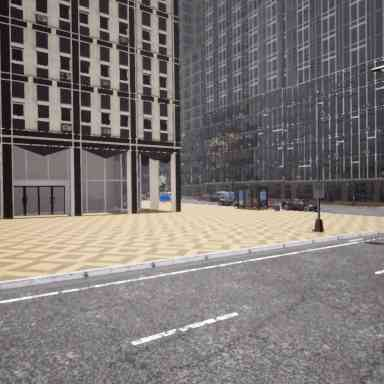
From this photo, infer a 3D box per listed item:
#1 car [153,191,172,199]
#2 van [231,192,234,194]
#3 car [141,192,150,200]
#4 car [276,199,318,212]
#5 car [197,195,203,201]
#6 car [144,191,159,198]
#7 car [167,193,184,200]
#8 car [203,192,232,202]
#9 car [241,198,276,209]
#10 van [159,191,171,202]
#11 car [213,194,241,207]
[{"bbox_3d":[-6.972,0.615,78.092,2.192,1.841,5.009,0,1,-34],"label":"car"},{"bbox_3d":[5.835,0.855,59.309,1.690,1.788,3.998,0,1,-34],"label":"van"},{"bbox_3d":[-10.694,1.039,68.679,2.008,1.369,4.403,0,1,-34],"label":"car"},{"bbox_3d":[11.613,1.424,35.736,1.947,1.339,4.313,0,1,-34],"label":"car"},{"bbox_3d":[2.634,1.043,64.008,1.802,1.307,4.206,0,1,-34],"label":"car"},{"bbox_3d":[-10.175,0.686,82.789,1.967,1.590,4.097,0,1,-34],"label":"car"},{"bbox_3d":[-3.770,0.936,73.400,1.802,1.307,4.206,0,1,-34],"label":"car"},{"bbox_3d":[4.325,1.128,56.920,1.994,1.385,4.181,-1,1,-34],"label":"car"},{"bbox_3d":[8.424,1.388,40.444,1.802,1.307,4.206,0,1,-34],"label":"car"},{"bbox_3d":[-4.290,0.937,59.285,1.690,1.788,3.998,0,1,-34],"label":"van"},{"bbox_3d":[5.271,1.319,45.172,1.947,1.339,4.313,0,1,-34],"label":"car"}]
